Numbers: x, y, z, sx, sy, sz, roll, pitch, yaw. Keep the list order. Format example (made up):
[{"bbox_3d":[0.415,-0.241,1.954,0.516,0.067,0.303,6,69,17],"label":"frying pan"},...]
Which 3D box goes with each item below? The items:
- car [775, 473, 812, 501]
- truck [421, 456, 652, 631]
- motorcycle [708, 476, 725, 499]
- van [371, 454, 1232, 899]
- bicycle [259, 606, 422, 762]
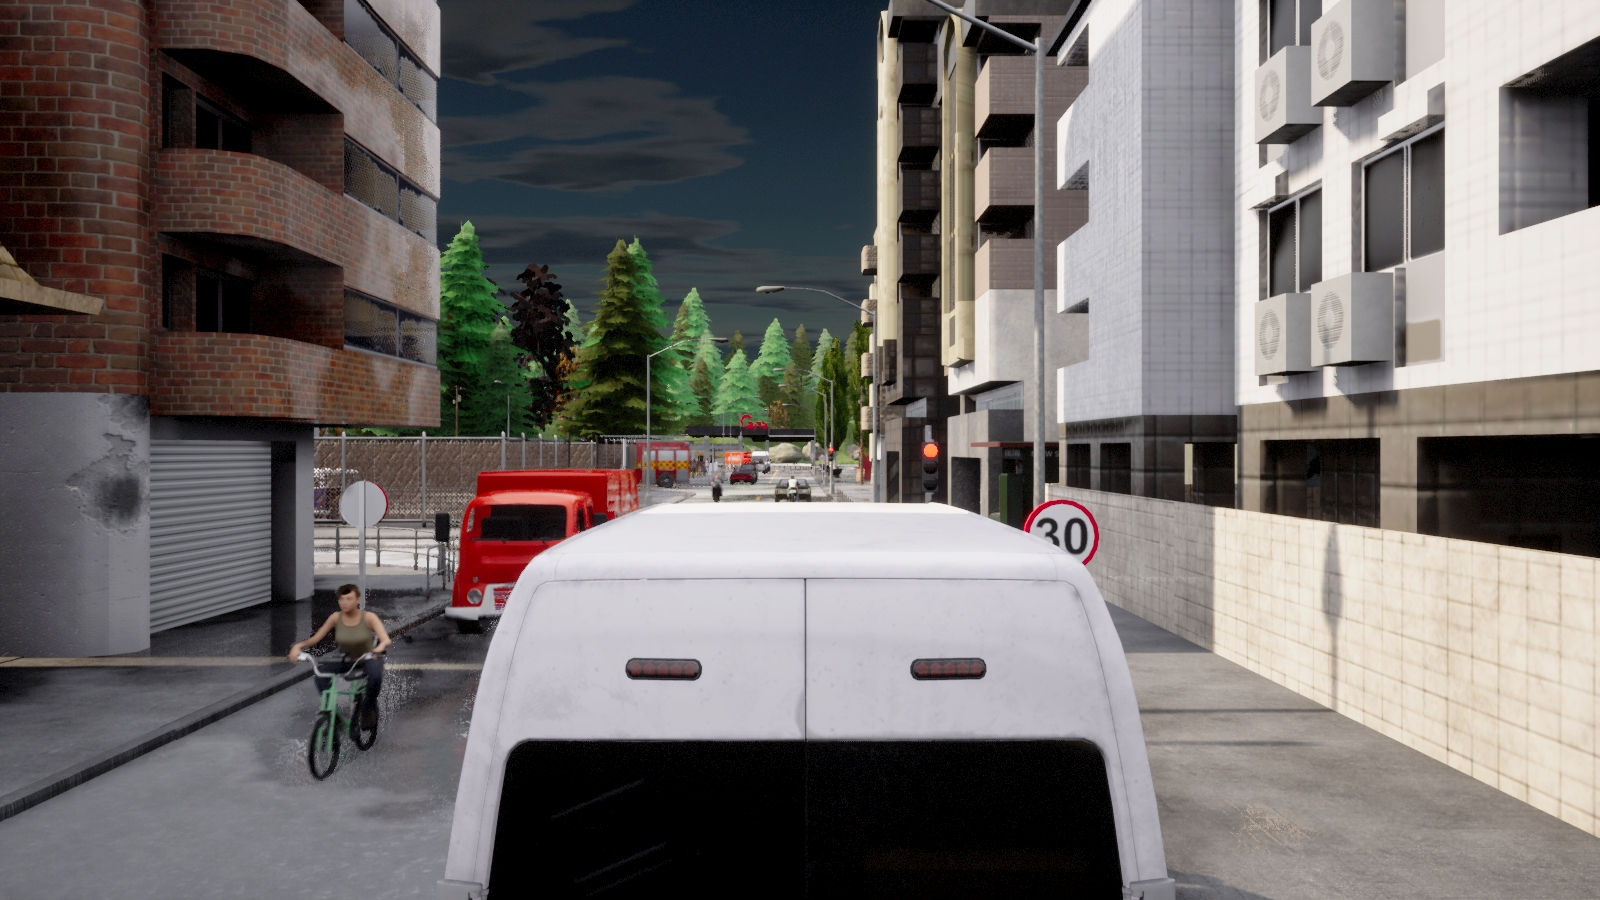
[{"bbox_3d":[-0.339,1.912,60.159,1.895,1.301,4.718,0,0,0],"label":"car"},{"bbox_3d":[-4.081,1.340,18.830,2.627,2.467,5.204,0,0,0],"label":"truck"},{"bbox_3d":[-4.389,1.970,60.143,0.803,1.145,2.033,0,0,0],"label":"motorcycle"},{"bbox_3d":[-0.009,1.312,5.597,1.988,2.561,5.915,0,0,0],"label":"van"},{"bbox_3d":[-4.042,2.032,10.180,0.859,1.080,1.487,0,0,-1],"label":"bicycle"}]
